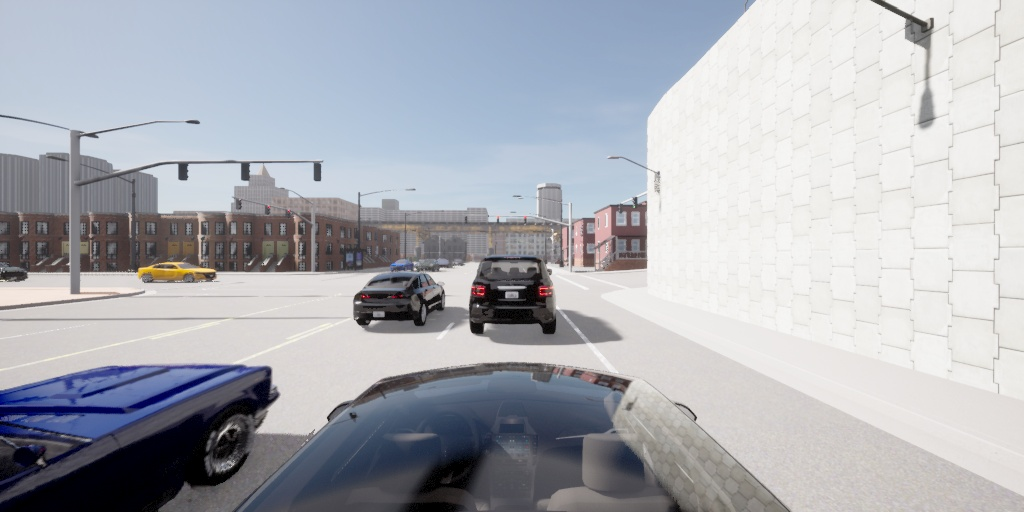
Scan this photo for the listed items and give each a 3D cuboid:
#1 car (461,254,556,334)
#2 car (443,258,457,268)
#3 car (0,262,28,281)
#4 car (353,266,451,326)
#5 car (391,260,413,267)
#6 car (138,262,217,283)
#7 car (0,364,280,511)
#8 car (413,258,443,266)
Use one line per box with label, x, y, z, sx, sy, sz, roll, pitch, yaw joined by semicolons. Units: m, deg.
car;0.061;0.971;10.761;2.150;2.045;5.566;0;0;1
car;-10.607;1.297;56.885;2.033;1.411;5.357;0;0;0
car;-39.821;1.102;27.064;4.553;1.767;2.097;0;0;0
car;-3.423;1.255;11.651;1.837;1.490;4.892;0;0;0
car;-14.111;1.227;46.325;1.882;1.535;5.008;0;0;0
car;-25.146;1.227;27.051;5.008;1.535;1.882;0;0;1
car;-3.396;1.351;1.655;1.895;1.301;4.718;0;0;0
car;-10.597;1.102;45.533;2.097;1.767;4.553;0;0;0
